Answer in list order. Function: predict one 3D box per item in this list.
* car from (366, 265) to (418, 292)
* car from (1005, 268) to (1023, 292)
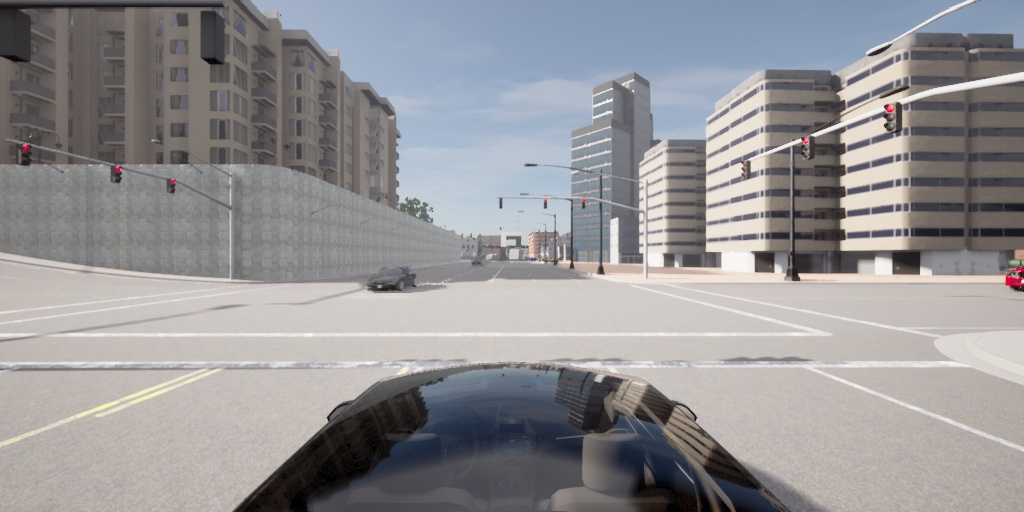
[{"bbox_3d":[-6.994,1.320,21.360,1.837,1.490,4.892,0,1,0],"label":"car"},{"bbox_3d":[29.630,0.968,18.751,5.566,2.045,2.150,0,0,0],"label":"car"}]
